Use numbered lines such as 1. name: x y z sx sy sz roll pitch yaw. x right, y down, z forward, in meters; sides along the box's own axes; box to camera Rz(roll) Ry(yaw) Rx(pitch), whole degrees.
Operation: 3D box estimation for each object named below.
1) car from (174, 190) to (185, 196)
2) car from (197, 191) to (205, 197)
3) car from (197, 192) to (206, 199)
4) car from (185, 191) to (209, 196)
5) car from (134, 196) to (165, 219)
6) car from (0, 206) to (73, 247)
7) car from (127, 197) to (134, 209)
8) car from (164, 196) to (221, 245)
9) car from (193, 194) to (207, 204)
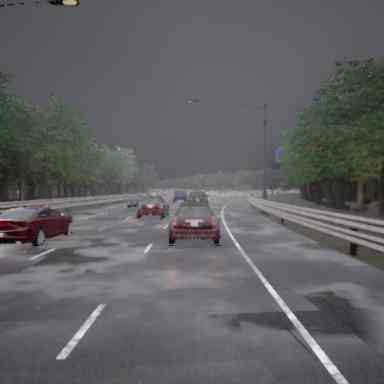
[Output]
1. car: -1.934 0.689 57.609 2.150 2.045 5.566 0 1 2
2. car: 2.452 0.554 90.420 2.097 1.767 4.553 0 0 1
3. car: 2.154 0.826 76.566 2.128 1.511 4.902 0 0 2
4. car: 0.683 0.916 36.845 2.150 2.045 5.566 0 1 2
5. car: -3.047 1.131 27.017 2.097 1.767 4.553 0 1 2
6. car: -6.814 1.358 14.420 1.882 1.535 5.008 0 1 1
7. car: -6.236 1.204 38.891 2.033 1.411 5.357 0 1 3
8. car: 0.120 1.239 15.019 2.097 1.767 4.553 0 0 1
9. car: 1.317 1.063 53.710 2.033 1.411 5.357 0 1 2
